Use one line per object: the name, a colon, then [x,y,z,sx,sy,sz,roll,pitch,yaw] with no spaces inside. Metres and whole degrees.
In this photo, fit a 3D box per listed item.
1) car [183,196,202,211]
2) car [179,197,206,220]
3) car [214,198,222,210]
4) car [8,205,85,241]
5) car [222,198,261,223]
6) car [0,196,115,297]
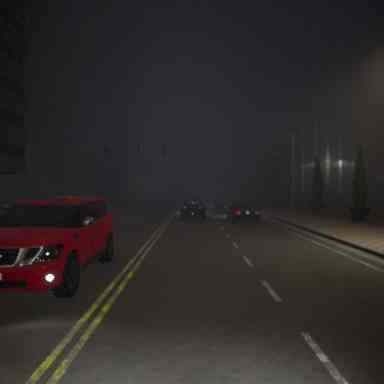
car: [0.072,1.265,37.820,2.033,1.411,5.357,0,0,0]
car: [0.041,1.299,25.633,2.128,1.511,4.902,0,0,-1]
car: [3.577,1.313,38.465,1.895,1.301,4.718,0,0,0]
car: [-7.060,1.439,16.650,1.994,1.385,4.181,0,0,0]
car: [3.577,1.368,23.838,2.033,1.411,5.357,0,0,0]
car: [-3.586,1.155,8.774,2.150,2.045,5.566,0,0,0]
